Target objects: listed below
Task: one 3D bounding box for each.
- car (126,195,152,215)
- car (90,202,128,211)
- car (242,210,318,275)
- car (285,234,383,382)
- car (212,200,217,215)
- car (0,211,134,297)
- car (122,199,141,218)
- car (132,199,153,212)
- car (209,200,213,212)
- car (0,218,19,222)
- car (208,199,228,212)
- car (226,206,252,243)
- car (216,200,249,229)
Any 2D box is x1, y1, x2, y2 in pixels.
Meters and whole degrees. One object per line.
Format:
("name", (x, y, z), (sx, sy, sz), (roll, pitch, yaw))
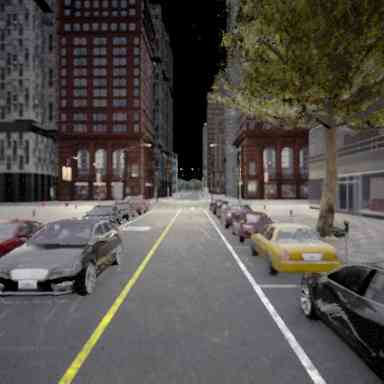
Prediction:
("car", (-5.640, 1.267, 32.630), (2.192, 1.841, 5.009), (0, 0, 0))
("car", (-5.650, 1.528, 21.355), (1.947, 1.339, 4.313), (0, 0, 0))
("car", (2.865, 1.505, 10.233), (1.752, 1.417, 4.829), (0, 0, 0))
("car", (2.860, 1.557, 4.423), (1.947, 1.339, 4.313), (0, 0, 0))
("car", (2.880, 1.539, 26.981), (1.802, 1.307, 4.206), (0, 0, 0))
("car", (-3.092, 1.474, 8.707), (2.128, 1.511, 4.902), (0, 0, 0))
("car", (-5.645, 1.523, 26.992), (1.947, 1.339, 4.313), (0, 0, 0))
("car", (-5.635, 1.532, 38.270), (1.802, 1.307, 4.206), (0, 0, 0))
("car", (2.885, 1.518, 32.620), (1.947, 1.339, 4.313), (0, 0, 0))
("car", (-5.660, 1.524, 10.077), (1.887, 1.381, 4.507), (0, 0, 0))
("car", (2.890, 1.516, 38.261), (1.947, 1.339, 4.313), (0, 0, 0))
("car", (2.870, 1.553, 15.702), (1.802, 1.307, 4.206), (0, 0, 0))
("car", (2.875, 1.403, 21.342), (1.967, 1.590, 4.097), (0, 0, 0))
